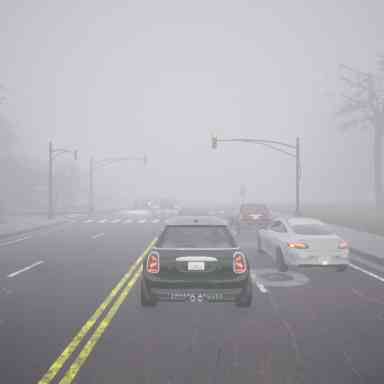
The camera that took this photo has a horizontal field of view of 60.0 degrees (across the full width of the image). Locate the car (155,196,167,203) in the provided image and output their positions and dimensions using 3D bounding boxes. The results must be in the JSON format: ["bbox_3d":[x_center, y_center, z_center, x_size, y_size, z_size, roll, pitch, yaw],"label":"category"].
[{"bbox_3d":[-6.381,1.508,69.784,2.033,1.411,5.357,0,0,0],"label":"car"}]

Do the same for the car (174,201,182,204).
[{"bbox_3d":[0.071,1.477,17.387,1.882,1.535,5.008,0,0,0],"label":"car"}]

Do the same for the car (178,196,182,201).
[{"bbox_3d":[-3.241,1.470,56.495,2.128,1.511,4.902,0,0,0],"label":"car"}]

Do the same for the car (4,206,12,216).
[{"bbox_3d":[-18.961,1.520,30.161,4.902,1.511,2.128,0,0,0],"label":"car"}]

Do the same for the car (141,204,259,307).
[{"bbox_3d":[0.090,1.352,8.122,2.097,1.767,4.553,0,0,0],"label":"car"}]

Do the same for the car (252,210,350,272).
[{"bbox_3d":[3.351,1.525,10.674,1.812,1.442,4.674,0,0,0],"label":"car"}]

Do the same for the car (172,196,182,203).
[{"bbox_3d":[-3.131,1.493,69.507,1.812,1.442,4.674,0,0,0],"label":"car"}]

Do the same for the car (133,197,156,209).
[{"bbox_3d":[-6.531,1.482,44.018,2.128,1.511,4.902,0,0,1],"label":"car"}]

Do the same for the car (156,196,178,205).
[{"bbox_3d":[-3.273,1.495,43.853,1.837,1.490,4.892,0,0,0],"label":"car"}]

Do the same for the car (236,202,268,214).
[{"bbox_3d":[3.342,1.351,19.468,2.097,1.767,4.553,0,0,0],"label":"car"}]

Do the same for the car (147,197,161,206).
[{"bbox_3d":[-6.486,1.580,57.141,1.895,1.301,4.718,0,0,0],"label":"car"}]
